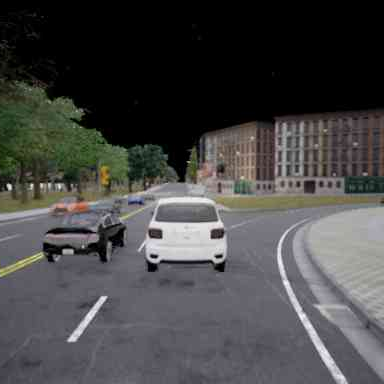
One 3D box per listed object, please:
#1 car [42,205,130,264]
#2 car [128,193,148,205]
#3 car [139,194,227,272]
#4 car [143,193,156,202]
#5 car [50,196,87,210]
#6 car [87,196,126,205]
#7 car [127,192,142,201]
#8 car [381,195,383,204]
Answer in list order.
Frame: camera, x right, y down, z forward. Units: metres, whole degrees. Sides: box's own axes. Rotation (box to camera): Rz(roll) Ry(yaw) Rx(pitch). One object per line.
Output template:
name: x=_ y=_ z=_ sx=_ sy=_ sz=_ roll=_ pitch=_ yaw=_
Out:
car: x=-3.473 y=1.423 z=11.592 sx=2.128 sy=1.511 sz=4.902 roll=0 pitch=0 yaw=-1
car: x=-7.727 y=1.155 z=46.677 sx=1.882 sy=1.535 sz=5.008 roll=0 pitch=0 yaw=-1
car: x=-0.196 y=1.172 z=10.810 sx=2.150 sy=2.045 sz=5.566 roll=0 pitch=1 yaw=-1
car: x=-8.055 y=1.013 z=63.037 sx=1.994 sy=1.385 sz=4.181 roll=0 pitch=1 yaw=-1
car: x=-10.580 y=1.173 z=28.918 sx=2.097 sy=1.767 sz=4.553 roll=0 pitch=0 yaw=-1
car: x=-7.334 y=1.335 z=29.105 sx=1.837 sy=1.490 sz=4.892 roll=0 pitch=0 yaw=-1
car: x=-11.359 y=0.895 z=65.824 sx=2.128 sy=1.511 sz=4.902 roll=0 pitch=1 yaw=-1
car: x=27.706 y=0.686 z=45.046 sx=4.553 sy=1.767 sz=2.097 roll=-2 pitch=3 yaw=-32
